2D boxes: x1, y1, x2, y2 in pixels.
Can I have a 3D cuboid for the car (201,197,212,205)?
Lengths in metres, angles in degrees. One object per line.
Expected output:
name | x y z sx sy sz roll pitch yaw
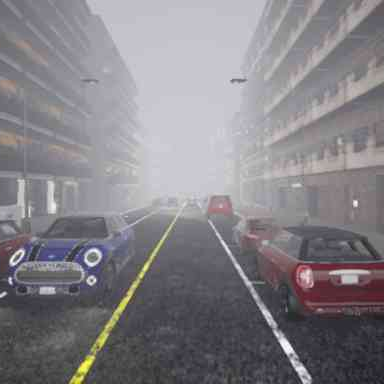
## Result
car | 2.549 1.587 58.309 1.802 1.307 4.206 -1 0 0

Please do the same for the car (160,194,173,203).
car | -5.335 1.323 69.701 2.192 1.841 5.009 -1 0 0

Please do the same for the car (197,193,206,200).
car | 2.542 1.329 92.295 2.192 1.841 5.009 -1 0 0

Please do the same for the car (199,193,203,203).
car | 2.547 1.318 46.980 2.192 1.841 5.009 -1 0 0

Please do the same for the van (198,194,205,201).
van | 2.543 1.353 86.631 1.690 1.788 3.998 -1 0 0

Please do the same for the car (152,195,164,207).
car | -5.331 1.548 52.747 1.887 1.381 4.507 -1 0 0

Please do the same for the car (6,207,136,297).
car | -2.851 1.352 8.804 2.097 1.767 4.553 0 0 0

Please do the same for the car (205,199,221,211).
car | 2.551 1.584 41.316 1.802 1.307 4.206 -1 0 0

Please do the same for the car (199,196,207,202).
car | 2.547 1.593 80.966 1.802 1.307 4.206 -1 0 0

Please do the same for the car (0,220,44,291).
car | -5.327 1.440 7.538 1.967 1.590 4.097 -1 0 0

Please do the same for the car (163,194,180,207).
car | -2.834 1.507 49.890 1.837 1.490 4.892 0 0 0

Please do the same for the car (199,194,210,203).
car | 2.545 1.323 69.638 2.192 1.841 5.009 -1 0 0

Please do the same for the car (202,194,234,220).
car | 2.266 1.229 28.675 2.150 2.045 5.566 0 0 0

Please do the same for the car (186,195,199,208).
car | -0.001 1.550 47.708 2.033 1.411 5.357 0 0 0

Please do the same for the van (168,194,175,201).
van | -5.337 1.353 86.655 1.690 1.788 3.998 -1 0 0

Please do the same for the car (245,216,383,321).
car | 2.558 1.440 7.330 1.967 1.590 4.097 -1 0 0

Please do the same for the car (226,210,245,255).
car | 2.554 1.582 12.995 1.802 1.307 4.206 -1 0 0
